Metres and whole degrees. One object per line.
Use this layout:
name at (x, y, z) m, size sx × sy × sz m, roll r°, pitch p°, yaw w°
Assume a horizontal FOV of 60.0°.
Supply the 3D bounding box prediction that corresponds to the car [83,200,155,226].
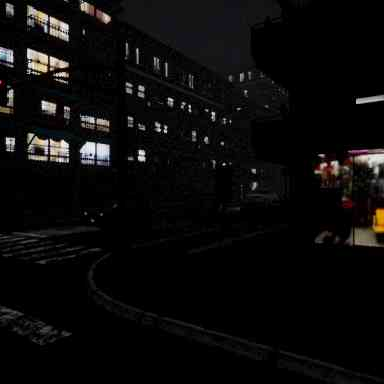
car at (-4.590, 1.339, 21.359) m, size 1.895 × 1.301 × 4.718 m, roll 0°, pitch 1°, yaw 35°

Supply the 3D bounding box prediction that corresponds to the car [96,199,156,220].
car at (-4.966, 1.264, 25.524) m, size 1.947 × 1.339 × 4.313 m, roll 1°, pitch 1°, yaw 35°

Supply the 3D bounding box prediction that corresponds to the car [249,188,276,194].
car at (8.269, 0.601, 39.573) m, size 2.150 × 2.045 × 5.566 m, roll 0°, pitch 1°, yaw 35°

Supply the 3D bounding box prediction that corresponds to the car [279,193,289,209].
car at (8.492, 1.065, 29.841) m, size 1.802 × 1.307 × 4.206 m, roll 1°, pitch 1°, yaw 35°

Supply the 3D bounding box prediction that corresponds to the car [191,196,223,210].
car at (1.664, 1.081, 34.707) m, size 1.947 × 1.339 × 4.313 m, roll 1°, pitch 1°, yaw 35°

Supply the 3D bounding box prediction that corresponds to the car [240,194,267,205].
car at (8.187, 0.916, 43.957) m, size 1.802 × 1.307 × 4.206 m, roll 1°, pitch 1°, yaw 35°

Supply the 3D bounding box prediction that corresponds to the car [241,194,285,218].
car at (5.289, 1.118, 25.173) m, size 1.887 × 1.381 × 4.507 m, roll 1°, pitch 1°, yaw 35°
